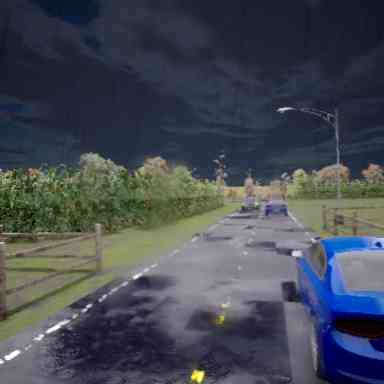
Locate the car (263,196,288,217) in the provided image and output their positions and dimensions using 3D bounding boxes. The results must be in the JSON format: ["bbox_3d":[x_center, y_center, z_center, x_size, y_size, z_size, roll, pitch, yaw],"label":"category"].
[{"bbox_3d":[7.772,1.405,30.727,1.882,1.535,5.008,-2,0,14],"label":"car"}]

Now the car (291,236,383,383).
[{"bbox_3d":[2.705,1.424,5.232,1.882,1.535,5.008,-2,0,13],"label":"car"}]

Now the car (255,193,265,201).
[{"bbox_3d":[16.239,1.151,79.125,2.097,1.767,4.553,-2,0,13],"label":"car"}]

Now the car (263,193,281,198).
[{"bbox_3d":[10.129,1.125,41.064,2.150,2.045,5.566,-2,0,13],"label":"car"}]

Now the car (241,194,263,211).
[{"bbox_3d":[7.150,1.346,40.411,2.097,1.767,4.553,-2,0,13],"label":"car"}]
